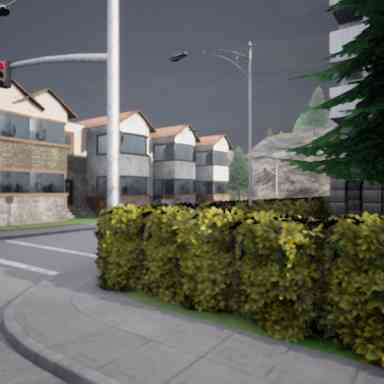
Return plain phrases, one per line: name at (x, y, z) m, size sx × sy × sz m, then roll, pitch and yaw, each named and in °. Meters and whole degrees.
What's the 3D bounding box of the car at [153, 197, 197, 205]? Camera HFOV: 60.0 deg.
car at (-1.586, 1.397, 23.652) m, size 2.150 × 2.045 × 5.566 m, roll 0°, pitch 0°, yaw 35°
